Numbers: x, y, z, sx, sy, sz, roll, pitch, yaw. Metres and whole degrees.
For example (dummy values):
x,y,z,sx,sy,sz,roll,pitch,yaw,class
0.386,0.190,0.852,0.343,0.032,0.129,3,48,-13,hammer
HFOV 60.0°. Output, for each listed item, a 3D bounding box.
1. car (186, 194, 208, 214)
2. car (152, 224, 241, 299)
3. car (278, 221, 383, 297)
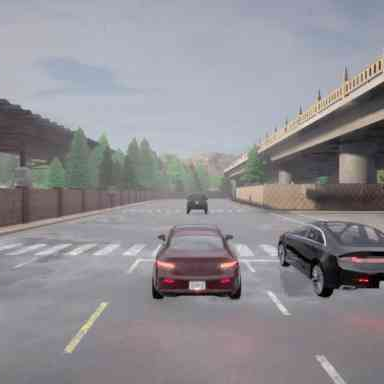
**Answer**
x,y,z,sx,sy,sz,roll,pitch,yaw,class
0.580,1.218,36.247,2.150,2.045,5.566,0,0,1,car
0.093,1.526,8.314,1.812,1.442,4.674,0,0,0,car
3.595,1.491,8.547,2.128,1.511,4.902,0,0,0,car
